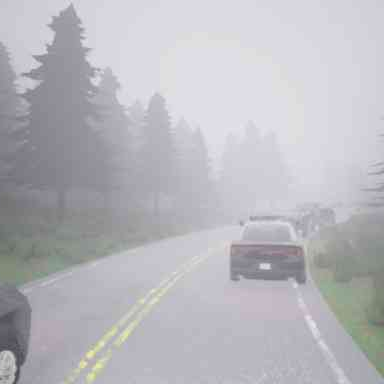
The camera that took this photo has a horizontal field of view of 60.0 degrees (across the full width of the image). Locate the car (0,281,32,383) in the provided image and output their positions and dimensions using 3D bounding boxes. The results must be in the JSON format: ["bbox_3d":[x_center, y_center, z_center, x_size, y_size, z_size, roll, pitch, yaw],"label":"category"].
[{"bbox_3d":[-3.018,1.536,2.179,1.837,1.490,4.892,-1,-1,5],"label":"car"}]

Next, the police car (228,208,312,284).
[{"bbox_3d":[2.323,1.512,10.103,1.930,1.638,5.238,-1,-1,15],"label":"police car"}]

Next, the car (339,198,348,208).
[{"bbox_3d":[16.122,1.344,38.342,1.837,1.490,4.892,-4,-2,36],"label":"car"}]

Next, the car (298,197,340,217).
[{"bbox_3d":[8.642,1.451,23.623,2.097,1.767,4.553,-4,-2,35],"label":"car"}]

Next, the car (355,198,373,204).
[{"bbox_3d":[21.961,1.561,42.252,1.837,1.490,4.892,-2,-2,22],"label":"car"}]

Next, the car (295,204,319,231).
[{"bbox_3d":[5.708,1.646,18.801,1.812,1.442,4.674,-3,-1,28],"label":"car"}]

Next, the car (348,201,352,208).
[{"bbox_3d":[25.125,2.046,56.140,1.812,1.442,4.674,0,-4,-4],"label":"car"}]
